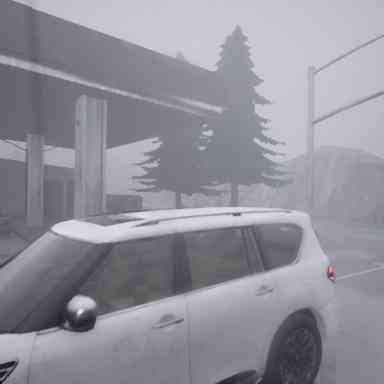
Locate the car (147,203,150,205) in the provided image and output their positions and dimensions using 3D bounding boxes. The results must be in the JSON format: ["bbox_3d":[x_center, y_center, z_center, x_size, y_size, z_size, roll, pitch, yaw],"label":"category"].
[{"bbox_3d":[-6.467,1.650,40.267,1.812,1.442,4.674,1,0,-35],"label":"car"}]

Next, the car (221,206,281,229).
[{"bbox_3d":[4.307,1.814,24.936,1.994,1.385,4.181,1,0,-35],"label":"car"}]

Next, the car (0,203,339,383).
[{"bbox_3d":[-0.708,1.253,3.544,5.566,2.045,2.150,-1,0,-36],"label":"car"}]

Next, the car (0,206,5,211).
[{"bbox_3d":[-11.544,1.522,18.557,2.242,1.667,4.611,1,0,-36],"label":"car"}]

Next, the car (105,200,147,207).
[{"bbox_3d":[-4.413,1.446,18.345,1.905,1.878,3.866,1,0,-36],"label":"car"}]
